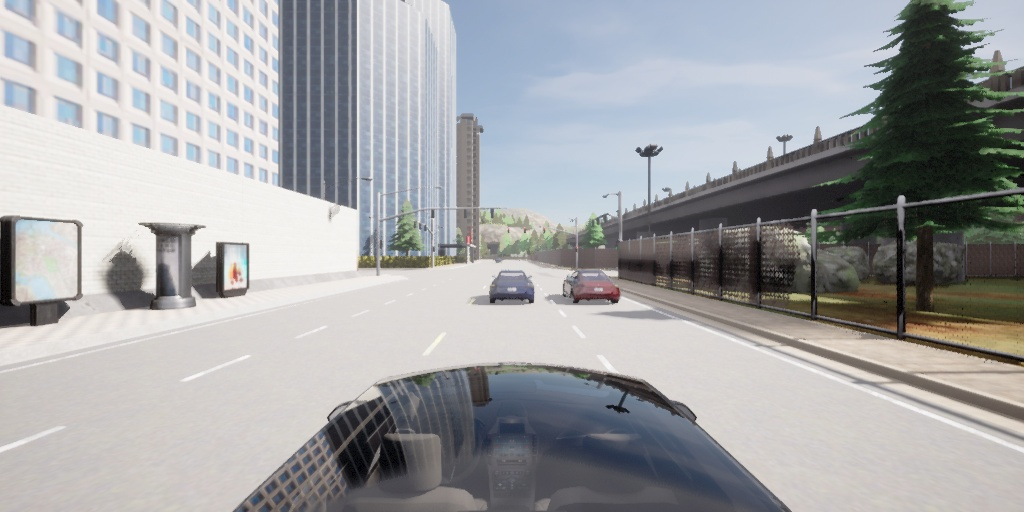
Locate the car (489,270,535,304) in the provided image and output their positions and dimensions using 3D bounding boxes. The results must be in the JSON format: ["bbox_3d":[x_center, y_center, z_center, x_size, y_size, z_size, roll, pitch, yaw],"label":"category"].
[{"bbox_3d":[0.000,1.321,16.500,1.994,1.385,4.181,0,0,0],"label":"car"}]

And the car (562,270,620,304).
[{"bbox_3d":[3.500,1.321,16.500,1.994,1.385,4.181,0,0,0],"label":"car"}]
